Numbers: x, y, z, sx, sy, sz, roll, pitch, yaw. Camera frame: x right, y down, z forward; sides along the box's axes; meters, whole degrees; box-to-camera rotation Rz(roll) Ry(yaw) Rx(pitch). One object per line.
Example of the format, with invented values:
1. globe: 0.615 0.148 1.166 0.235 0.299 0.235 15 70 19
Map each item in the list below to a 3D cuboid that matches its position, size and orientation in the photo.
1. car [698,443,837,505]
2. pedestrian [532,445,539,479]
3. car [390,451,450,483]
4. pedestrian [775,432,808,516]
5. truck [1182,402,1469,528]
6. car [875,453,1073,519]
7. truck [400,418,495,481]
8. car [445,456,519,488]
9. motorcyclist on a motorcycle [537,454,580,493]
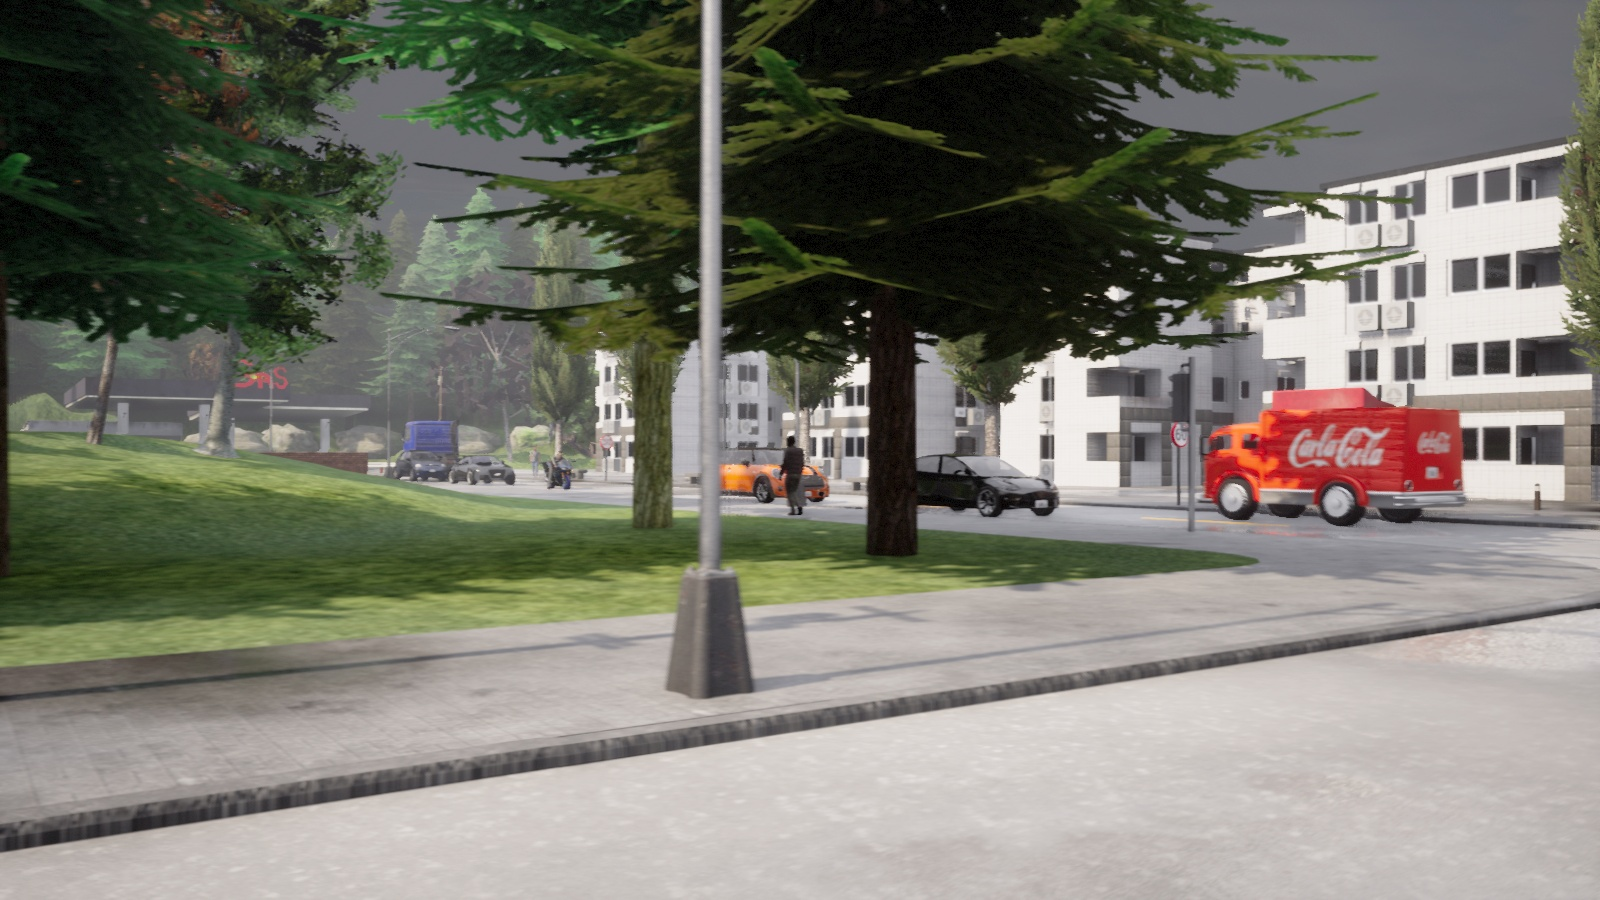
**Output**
1. car: -1.058 0.699 38.271 2.097 1.767 4.553 0 0 -34
2. pedestrian: -14.676 0.656 69.695 0.354 1.836 0.706 0 0 -7
3. car: -19.736 0.844 65.154 1.851 1.617 3.988 0 0 -35
4. pedestrian: -0.199 0.523 27.771 0.431 1.840 0.703 0 0 -31
5. truck: 11.333 0.302 27.474 2.627 2.467 5.204 0 0 -34
6. car: 4.156 0.811 30.808 2.163 1.488 4.792 0 0 -34
7. truck: -20.732 -0.013 73.540 2.891 3.462 7.936 0 0 -35
8. car: -14.695 0.982 57.903 1.994 1.385 4.181 0 0 -34
9. motorcyclist on a motorcycle: -9.777 0.925 50.812 0.866 1.530 2.191 0 0 -35
